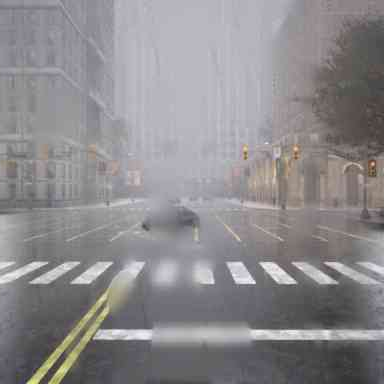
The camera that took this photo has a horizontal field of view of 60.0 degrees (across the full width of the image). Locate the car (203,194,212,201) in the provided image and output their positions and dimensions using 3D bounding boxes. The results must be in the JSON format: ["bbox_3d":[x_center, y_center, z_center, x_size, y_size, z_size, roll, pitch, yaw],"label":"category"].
[{"bbox_3d":[3.691,1.278,78.572,2.097,1.767,4.553,0,0,1],"label":"car"}]

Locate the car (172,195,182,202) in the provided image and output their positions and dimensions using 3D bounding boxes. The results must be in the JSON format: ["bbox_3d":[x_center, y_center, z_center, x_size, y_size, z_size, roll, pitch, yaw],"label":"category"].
[{"bbox_3d":[-3.347,1.498,74.991,1.837,1.490,4.892,0,0,1],"label":"car"}]

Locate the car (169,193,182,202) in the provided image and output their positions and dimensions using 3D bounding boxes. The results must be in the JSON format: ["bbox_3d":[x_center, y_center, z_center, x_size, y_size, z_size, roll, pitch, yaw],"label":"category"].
[{"bbox_3d":[-3.497,1.220,64.531,2.150,2.045,5.566,0,0,1],"label":"car"}]

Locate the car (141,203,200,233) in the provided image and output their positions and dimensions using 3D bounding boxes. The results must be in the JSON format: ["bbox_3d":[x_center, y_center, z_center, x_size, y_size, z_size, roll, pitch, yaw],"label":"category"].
[{"bbox_3d":[-1.156,1.563,19.644,1.994,1.385,4.181,0,0,28],"label":"car"}]

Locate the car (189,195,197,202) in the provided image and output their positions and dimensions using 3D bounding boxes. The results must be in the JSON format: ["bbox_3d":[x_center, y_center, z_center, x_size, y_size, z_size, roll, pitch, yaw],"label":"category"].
[{"bbox_3d":[0.192,1.448,78.638,2.128,1.511,4.902,0,0,1],"label":"car"}]

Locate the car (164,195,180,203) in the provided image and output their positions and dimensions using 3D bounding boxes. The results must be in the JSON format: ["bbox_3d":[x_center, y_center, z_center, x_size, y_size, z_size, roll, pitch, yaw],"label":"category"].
[{"bbox_3d":[-3.546,1.600,54.813,1.895,1.301,4.718,0,0,1],"label":"car"}]
